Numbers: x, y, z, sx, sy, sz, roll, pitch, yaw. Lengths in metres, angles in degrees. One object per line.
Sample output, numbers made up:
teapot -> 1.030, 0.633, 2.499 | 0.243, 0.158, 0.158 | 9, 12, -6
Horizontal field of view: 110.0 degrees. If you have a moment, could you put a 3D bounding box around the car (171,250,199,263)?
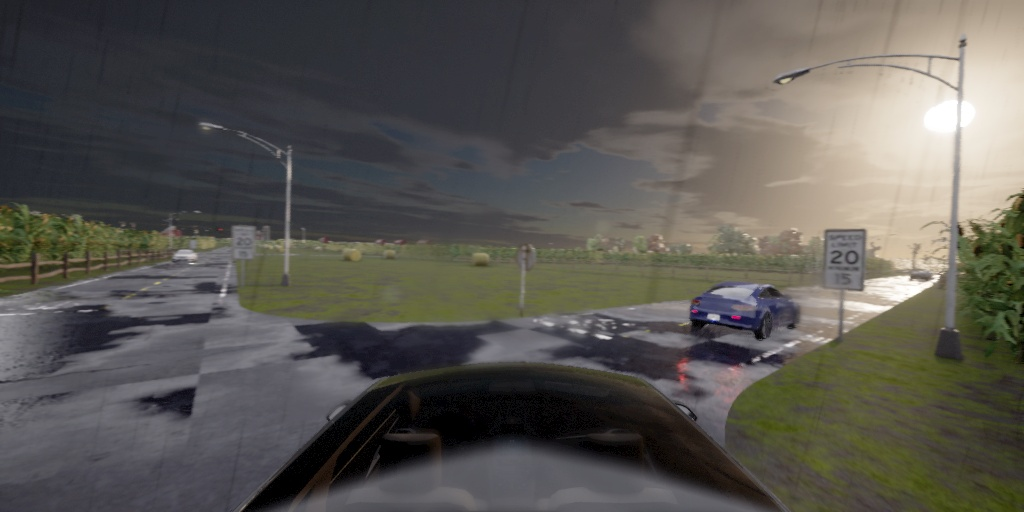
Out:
car -> -37.794, 0.007, 41.529 | 1.812, 1.442, 4.674 | 2, 0, -38

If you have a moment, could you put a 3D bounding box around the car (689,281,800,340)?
car -> 7.075, 1.485, 10.820 | 4.674, 1.442, 1.812 | 2, 1, -39
